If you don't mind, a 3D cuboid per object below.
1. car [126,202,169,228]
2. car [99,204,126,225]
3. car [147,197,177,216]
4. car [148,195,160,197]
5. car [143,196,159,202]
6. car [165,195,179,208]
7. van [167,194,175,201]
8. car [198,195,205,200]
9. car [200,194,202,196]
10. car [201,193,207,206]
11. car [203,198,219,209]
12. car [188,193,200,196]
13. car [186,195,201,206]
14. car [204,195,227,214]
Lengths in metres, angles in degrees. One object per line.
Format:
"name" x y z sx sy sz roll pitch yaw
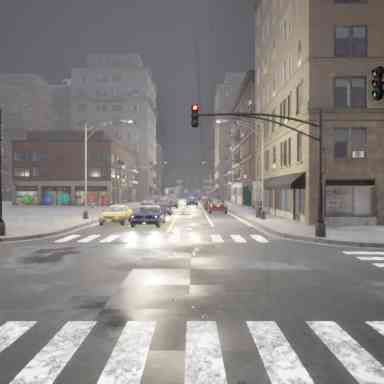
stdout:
"car" -2.880 1.601 22.557 1.895 1.301 4.718 0 0 1
"car" -5.385 1.526 23.866 1.752 1.417 4.829 0 0 0
"car" -2.850 1.549 32.885 2.033 1.411 5.357 0 0 0
"car" -5.382 1.318 46.684 2.192 1.841 5.009 0 0 0
"car" -5.383 1.553 41.021 2.008 1.369 4.403 0 0 0
"car" -2.831 1.528 45.618 1.812 1.442 4.674 0 0 0
"van" -5.378 1.349 86.317 1.690 1.788 3.998 0 0 0
"car" 2.648 1.575 91.977 1.947 1.339 4.313 0 0 0
"car" 2.645 1.555 69.330 2.008 1.369 4.403 0 0 0
"car" 2.642 1.317 41.020 2.192 1.841 5.009 0 0 0
"car" 2.643 1.568 46.682 1.947 1.339 4.313 0 0 0
"car" 0.007 1.226 64.152 2.150 2.045 5.566 0 0 0
"car" 0.006 1.604 53.850 1.895 1.301 4.718 0 0 0
"car" 2.642 1.441 35.358 1.967 1.590 4.097 0 0 0
